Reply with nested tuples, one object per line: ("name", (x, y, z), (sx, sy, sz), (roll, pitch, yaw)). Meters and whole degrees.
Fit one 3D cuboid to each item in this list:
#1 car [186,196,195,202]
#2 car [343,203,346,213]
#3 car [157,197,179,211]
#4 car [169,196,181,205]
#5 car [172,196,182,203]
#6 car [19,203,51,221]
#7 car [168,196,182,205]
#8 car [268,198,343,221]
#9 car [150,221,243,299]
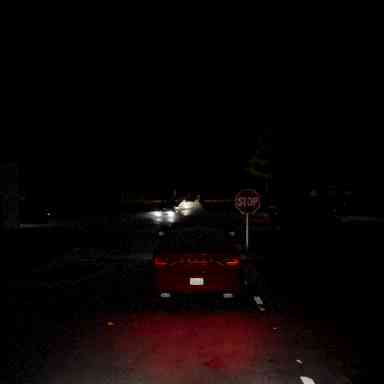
("car", (-0.425, 1.615, 76.063), (1.994, 1.385, 4.181), (0, 0, 0))
("car", (11.175, 1.229, 29.100), (4.181, 1.385, 1.994), (-1, 1, 4))
("car", (-3.145, 1.608, 41.164), (1.895, 1.301, 4.718), (0, 0, 3))
("car", (-3.110, 1.509, 61.612), (1.882, 1.535, 5.008), (0, 0, 0))
("car", (-3.142, 1.604, 71.527), (1.994, 1.385, 4.181), (0, 0, 0))
("car", (-14.855, 1.728, 28.831), (4.892, 1.490, 1.837), (-1, 1, 0))
("car", (-3.065, 1.370, 51.650), (2.097, 1.767, 4.553), (0, 0, 0))
("car", (8.333, 1.285, 25.172), (5.008, 1.535, 1.882), (-1, 1, 0))
("car", (0.121, 1.475, 8.524), (1.882, 1.535, 5.008), (0, 0, 1))
